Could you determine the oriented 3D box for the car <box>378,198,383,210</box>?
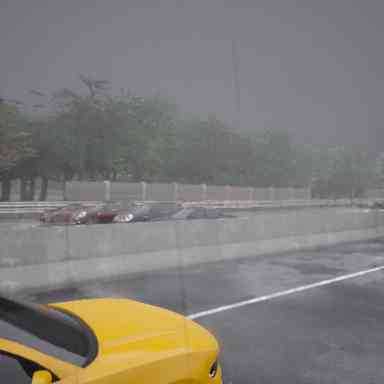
[{"bbox_3d":[28.704,1.514,46.258,5.566,2.045,2.150,1,0,-35],"label":"car"}]

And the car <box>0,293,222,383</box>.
[{"bbox_3d":[-1.999,1.462,2.326,5.008,1.535,1.882,1,0,-36],"label":"car"}]

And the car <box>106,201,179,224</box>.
[{"bbox_3d":[-2.319,1.394,19.602,4.553,1.767,2.097,1,0,-36],"label":"car"}]

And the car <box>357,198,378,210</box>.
[{"bbox_3d":[26.307,1.628,48.843,4.553,1.767,2.097,0,0,-35],"label":"car"}]

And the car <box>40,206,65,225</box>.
[{"bbox_3d":[-8.533,1.559,23.747,4.181,1.385,1.994,1,0,-36],"label":"car"}]

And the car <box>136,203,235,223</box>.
[{"bbox_3d":[-0.013,1.534,16.951,5.008,1.535,1.882,1,0,-36],"label":"car"}]

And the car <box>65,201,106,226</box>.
[{"bbox_3d":[-5.479,1.372,21.639,4.553,1.767,2.097,1,0,-36],"label":"car"}]
